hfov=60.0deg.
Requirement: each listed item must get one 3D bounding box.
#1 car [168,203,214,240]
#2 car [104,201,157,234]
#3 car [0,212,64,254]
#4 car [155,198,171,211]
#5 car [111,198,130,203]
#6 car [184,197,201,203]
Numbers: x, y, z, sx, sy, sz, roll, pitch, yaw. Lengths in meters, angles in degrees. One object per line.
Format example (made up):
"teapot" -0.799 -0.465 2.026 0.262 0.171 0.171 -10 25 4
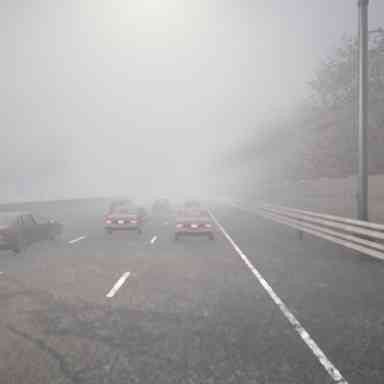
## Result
"car" 0.091 1.475 16.564 2.033 1.411 5.357 0 0 0
"car" -3.406 1.468 18.451 2.033 1.411 5.357 0 0 0
"car" -6.901 1.489 13.122 2.033 1.411 5.357 0 0 0
"car" -3.416 1.405 37.498 2.033 1.411 5.357 0 0 0
"car" -6.916 1.377 33.070 1.837 1.490 4.892 0 0 0
"car" 0.084 1.376 39.991 1.812 1.442 4.674 0 0 0
